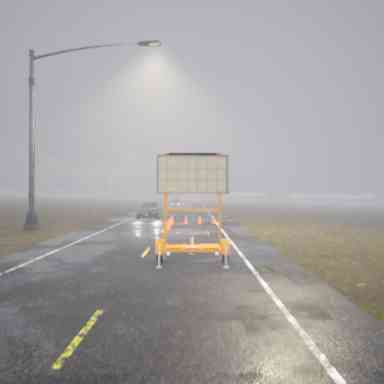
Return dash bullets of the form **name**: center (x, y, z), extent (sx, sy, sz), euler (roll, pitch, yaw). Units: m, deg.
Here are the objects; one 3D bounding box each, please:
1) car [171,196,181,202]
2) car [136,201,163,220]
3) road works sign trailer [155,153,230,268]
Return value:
- **car**: center (-3.348, 1.599, 70.211), extent (2.033, 1.411, 5.357), euler (0, 0, 0)
- **car**: center (-3.537, 1.531, 28.276), extent (1.837, 1.490, 4.892), euler (0, 0, 0)
- **road works sign trailer**: center (0.022, 0.474, 11.294), extent (2.380, 3.560, 2.880), euler (0, 0, 0)
